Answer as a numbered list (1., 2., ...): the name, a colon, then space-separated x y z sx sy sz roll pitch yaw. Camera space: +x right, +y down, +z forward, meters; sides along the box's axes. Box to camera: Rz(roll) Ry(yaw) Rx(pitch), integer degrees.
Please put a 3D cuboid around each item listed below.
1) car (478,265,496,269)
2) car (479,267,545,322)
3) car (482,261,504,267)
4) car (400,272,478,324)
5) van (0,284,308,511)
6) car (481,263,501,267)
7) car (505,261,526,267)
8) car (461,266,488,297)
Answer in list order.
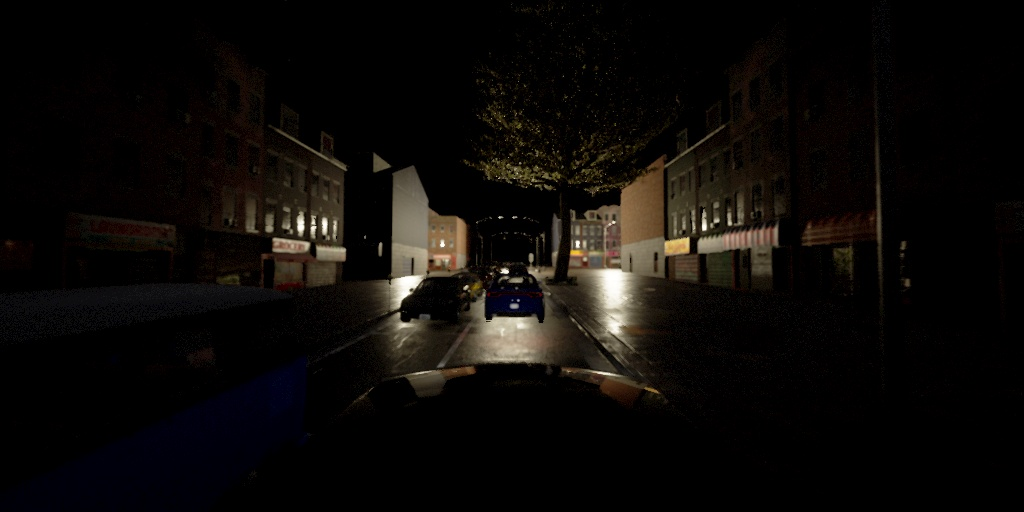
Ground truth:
1. car: -2.337 1.491 23.619 1.888 1.381 4.507 0 0 1
2. car: 0.116 1.329 12.916 1.882 1.535 5.008 0 -1 1
3. car: -2.177 1.367 34.687 2.192 1.841 5.009 0 0 1
4. car: -2.497 1.409 12.550 1.948 1.339 4.313 0 0 1
5. van: -2.657 1.084 1.482 1.690 1.789 3.998 0 0 1
6. car: -2.257 1.549 29.154 2.007 1.370 4.403 0 0 1
7. car: 0.545 1.523 33.591 1.882 1.535 5.008 0 0 1
8. car: -2.420 1.420 17.915 1.751 1.417 4.829 0 0 1
